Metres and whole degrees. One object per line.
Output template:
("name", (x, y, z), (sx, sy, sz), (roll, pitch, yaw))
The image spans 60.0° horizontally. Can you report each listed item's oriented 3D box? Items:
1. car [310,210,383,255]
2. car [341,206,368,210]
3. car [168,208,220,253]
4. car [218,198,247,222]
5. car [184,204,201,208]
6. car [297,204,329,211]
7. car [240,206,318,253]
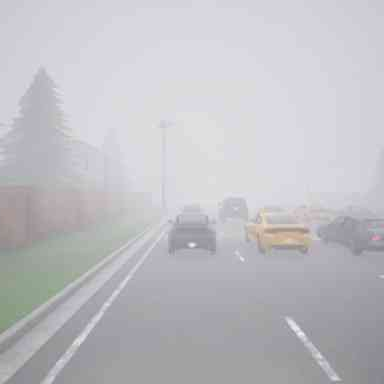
("car", (7.016, 1.684, 13.981), (2.033, 1.411, 5.357), (0, -1, 0))
("car", (14.033, 1.885, 29.090), (1.895, 1.301, 4.718), (0, -1, 0))
("car", (0.019, 1.648, 14.310), (1.837, 1.490, 4.892), (0, 0, 0))
("car", (3.532, 1.499, 29.011), (2.150, 2.045, 5.566), (0, 0, 0))
("car", (0.035, 1.794, 29.313), (1.837, 1.490, 4.892), (0, 0, 0))
("car", (10.537, 1.765, 29.465), (1.882, 1.535, 5.008), (0, 0, 0))
("car", (3.521, 1.619, 14.471), (1.882, 1.535, 5.008), (0, 0, 0))
